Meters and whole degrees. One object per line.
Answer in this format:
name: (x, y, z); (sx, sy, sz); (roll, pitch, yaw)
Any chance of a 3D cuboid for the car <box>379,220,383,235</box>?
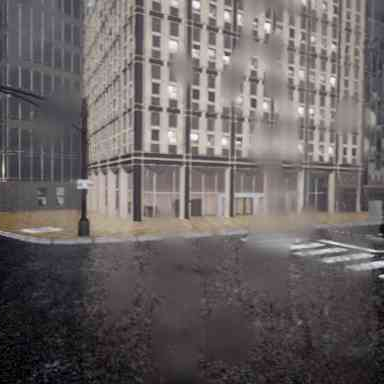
car: (11.206, 1.521, 16.328); (4.181, 1.385, 1.994); (0, 2, -27)
